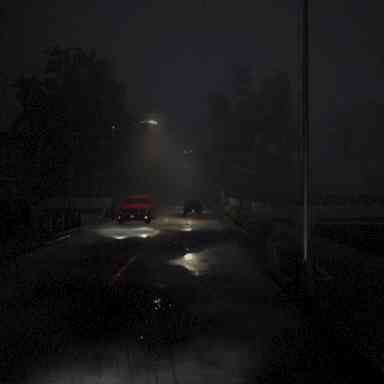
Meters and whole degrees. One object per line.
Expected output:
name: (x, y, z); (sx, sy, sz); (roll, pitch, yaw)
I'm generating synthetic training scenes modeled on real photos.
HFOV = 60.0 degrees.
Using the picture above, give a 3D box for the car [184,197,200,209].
car: (0.018, 1.458, 44.097); (2.033, 1.411, 5.357); (0, 0, 0)

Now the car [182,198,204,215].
car: (0.104, 1.440, 32.650); (1.837, 1.490, 4.892); (0, 0, 0)

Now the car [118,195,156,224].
car: (-3.997, 1.277, 24.984); (2.150, 2.045, 5.566); (0, 0, 0)
